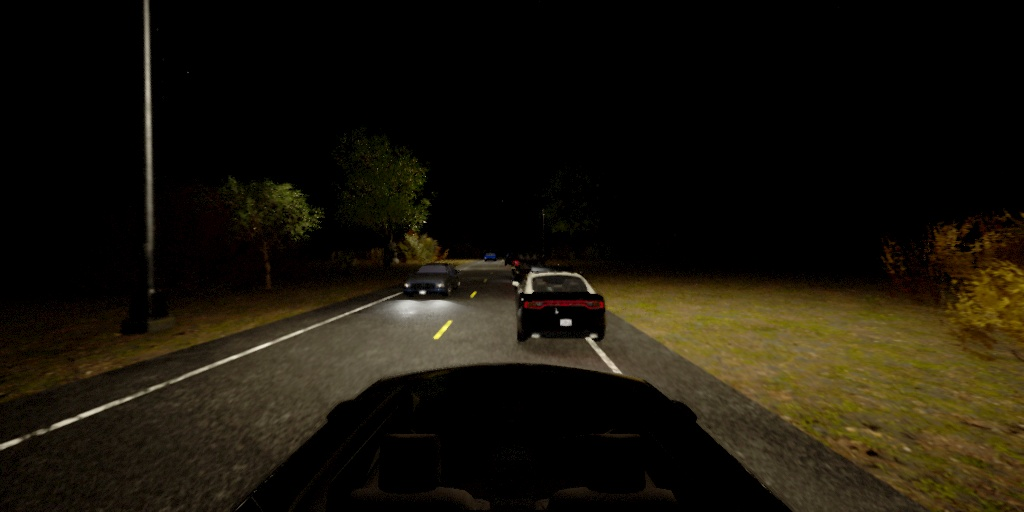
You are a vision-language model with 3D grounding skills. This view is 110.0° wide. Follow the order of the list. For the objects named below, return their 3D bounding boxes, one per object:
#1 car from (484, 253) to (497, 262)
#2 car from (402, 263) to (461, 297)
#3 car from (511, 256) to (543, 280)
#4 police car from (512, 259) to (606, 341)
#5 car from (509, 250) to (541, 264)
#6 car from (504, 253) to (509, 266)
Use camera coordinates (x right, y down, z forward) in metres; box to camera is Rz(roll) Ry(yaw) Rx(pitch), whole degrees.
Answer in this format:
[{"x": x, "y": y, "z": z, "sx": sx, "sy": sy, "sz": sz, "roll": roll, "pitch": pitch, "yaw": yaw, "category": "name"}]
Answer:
[{"x": -3.575, "y": 0.246, "z": 59.673, "sx": 1.882, "sy": 1.535, "sz": 5.008, "roll": 0, "pitch": 1, "yaw": 0, "category": "car"}, {"x": -3.606, "y": 1.049, "z": 17.135, "sx": 2.033, "sy": 1.411, "sz": 5.357, "roll": 0, "pitch": 1, "yaw": 0, "category": "car"}, {"x": 1.040, "y": 0.968, "z": 19.448, "sx": 1.837, "sy": 1.490, "sz": 4.892, "roll": 0, "pitch": 1, "yaw": 0, "category": "car"}, {"x": 1.046, "y": 1.049, "z": 9.558, "sx": 1.930, "sy": 1.638, "sz": 5.238, "roll": 0, "pitch": 1, "yaw": 0, "category": "police car"}, {"x": 1.036, "y": 0.587, "z": 25.472, "sx": 2.150, "sy": 2.045, "sz": 5.566, "roll": 0, "pitch": 1, "yaw": 0, "category": "car"}, {"x": 0.008, "y": 0.513, "z": 47.294, "sx": 1.812, "sy": 1.442, "sz": 4.674, "roll": 0, "pitch": 1, "yaw": 1, "category": "car"}]
